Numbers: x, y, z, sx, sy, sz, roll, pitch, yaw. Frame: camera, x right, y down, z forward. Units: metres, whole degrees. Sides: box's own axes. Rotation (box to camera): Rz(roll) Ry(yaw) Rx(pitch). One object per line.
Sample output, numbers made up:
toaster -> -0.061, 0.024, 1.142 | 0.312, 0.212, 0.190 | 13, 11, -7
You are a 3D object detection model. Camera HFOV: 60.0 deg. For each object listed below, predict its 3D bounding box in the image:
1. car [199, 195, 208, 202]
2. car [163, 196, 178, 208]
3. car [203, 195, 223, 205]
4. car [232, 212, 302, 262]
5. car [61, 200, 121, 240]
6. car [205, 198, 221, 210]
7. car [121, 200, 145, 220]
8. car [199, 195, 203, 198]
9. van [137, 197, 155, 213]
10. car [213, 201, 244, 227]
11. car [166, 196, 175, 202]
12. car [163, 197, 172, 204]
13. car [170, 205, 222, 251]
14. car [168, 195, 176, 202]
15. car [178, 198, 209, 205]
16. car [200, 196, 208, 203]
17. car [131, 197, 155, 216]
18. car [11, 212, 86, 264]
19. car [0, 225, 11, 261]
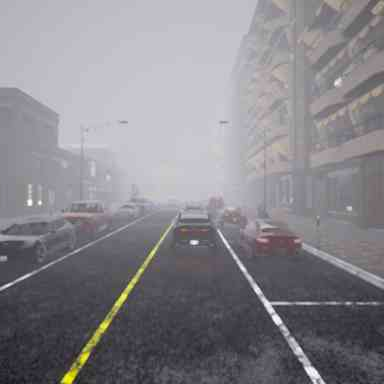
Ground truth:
car -> 2.911, 1.634, 86.065 | 2.192, 1.841, 5.009 | 1, 0, 0
car -> -2.959, 1.734, 51.820 | 2.033, 1.411, 5.357 | 0, 0, 0
car -> 2.802, 1.459, 40.572 | 2.192, 1.841, 5.009 | 1, 0, 0
car -> 2.729, 1.625, 12.138 | 1.802, 1.307, 4.206 | 1, 0, 0
car -> -5.632, 1.379, 17.785 | 2.192, 1.841, 5.009 | 1, 0, 0
car -> 2.814, 1.605, 46.258 | 1.967, 1.590, 4.097 | 1, 0, 0
car -> -5.618, 1.686, 29.158 | 1.802, 1.307, 4.206 | 1, 0, 0
car -> 2.880, 1.825, 74.690 | 2.008, 1.369, 4.403 | 1, 0, 0
van -> -5.549, 1.486, 40.532 | 1.690, 1.788, 3.998 | 1, 0, 0
car -> 2.757, 1.628, 23.511 | 1.887, 1.381, 4.507 | 1, 0, 0
car -> -5.438, 1.760, 86.025 | 1.967, 1.590, 4.097 | 1, 0, 0
car -> -5.467, 1.799, 74.482 | 1.752, 1.417, 4.829 | 1, 0, 0
car -> 0.103, 1.556, 14.363 | 1.837, 1.490, 4.892 | 0, 0, 0
car -> -5.424, 1.783, 91.713 | 1.967, 1.590, 4.097 | 1, 0, 0
car -> 0.138, 1.596, 29.304 | 2.128, 1.511, 4.902 | 0, 0, 1
car -> 2.894, 1.823, 80.547 | 1.752, 1.417, 4.829 | 1, 0, 0
car -> -5.578, 1.439, 34.845 | 2.192, 1.841, 5.009 | 1, 0, 0
car -> -5.651, 1.609, 12.098 | 1.947, 1.339, 4.313 | 1, 0, 0
car -> -5.663, 1.464, 6.412 | 1.967, 1.590, 4.097 | 1, 0, 0
